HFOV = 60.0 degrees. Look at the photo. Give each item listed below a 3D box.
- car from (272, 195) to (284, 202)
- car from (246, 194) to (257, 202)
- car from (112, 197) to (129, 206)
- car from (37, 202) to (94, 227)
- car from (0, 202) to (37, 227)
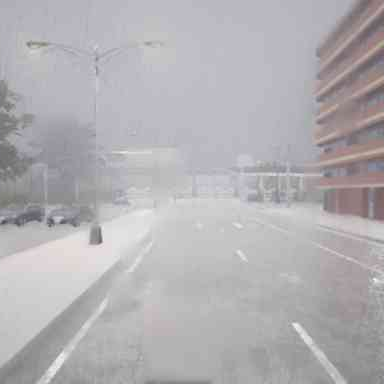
[{"bbox_3d":[18.959,1.416,73.517,1.970,1.475,3.806,0,0,0],"label":"car"},{"bbox_3d":[13.214,1.256,72.755,2.242,1.667,4.611,0,0,0],"label":"car"},{"bbox_3d":[-11.497,1.497,53.900,1.812,1.442,4.674,0,0,0],"label":"car"},{"bbox_3d":[-8.085,1.480,22.455,2.128,1.511,4.902,0,0,0],"label":"car"},{"bbox_3d":[-11.585,1.480,22.452,2.128,1.511,4.902,0,0,0],"label":"car"}]
